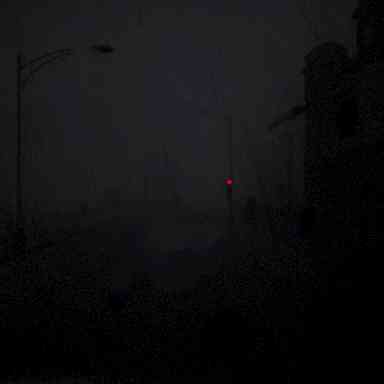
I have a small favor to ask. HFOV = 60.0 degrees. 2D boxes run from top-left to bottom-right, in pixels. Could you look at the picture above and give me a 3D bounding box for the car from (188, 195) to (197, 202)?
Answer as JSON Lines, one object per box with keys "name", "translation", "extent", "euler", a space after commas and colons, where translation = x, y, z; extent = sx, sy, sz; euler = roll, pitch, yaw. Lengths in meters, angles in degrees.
{"name": "car", "translation": [0.031, 1.462, 75.042], "extent": [1.812, 1.442, 4.674], "euler": [0, 0, 0]}
